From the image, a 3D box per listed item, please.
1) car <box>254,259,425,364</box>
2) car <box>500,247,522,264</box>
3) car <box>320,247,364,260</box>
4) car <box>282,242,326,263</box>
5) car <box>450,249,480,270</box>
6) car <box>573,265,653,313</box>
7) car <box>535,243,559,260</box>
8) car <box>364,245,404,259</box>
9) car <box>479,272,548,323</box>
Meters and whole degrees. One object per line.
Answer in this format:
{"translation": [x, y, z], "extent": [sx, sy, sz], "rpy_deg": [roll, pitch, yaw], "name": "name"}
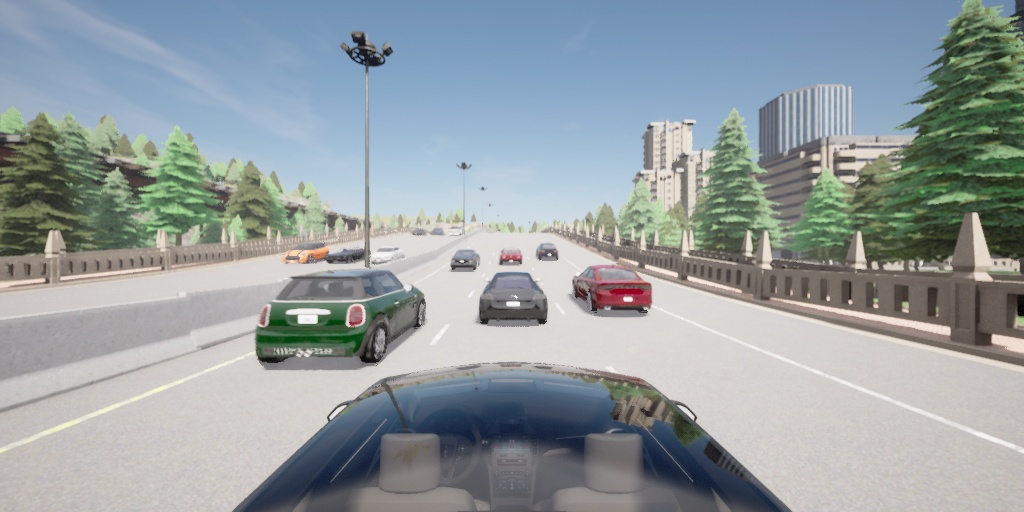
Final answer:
{"translation": [-3.465, 1.065, 8.213], "extent": [2.097, 1.767, 4.553], "rpy_deg": [0, 1, 0], "name": "car"}
{"translation": [-0.083, -0.115, 31.617], "extent": [1.895, 1.301, 4.718], "rpy_deg": [0, 6, 0], "name": "car"}
{"translation": [-14.275, -0.079, 31.190], "extent": [1.895, 1.301, 4.718], "rpy_deg": [0, 6, 0], "name": "car"}
{"translation": [-17.774, -0.327, 31.147], "extent": [2.097, 1.767, 4.553], "rpy_deg": [0, 6, 0], "name": "car"}
{"translation": [-3.565, 0.200, 27.887], "extent": [2.033, 1.411, 5.357], "rpy_deg": [0, 5, 0], "name": "car"}
{"translation": [3.521, 1.060, 13.362], "extent": [1.882, 1.535, 5.008], "rpy_deg": [0, 2, 0], "name": "car"}
{"translation": [3.400, -0.529, 34.675], "extent": [1.812, 1.442, 4.674], "rpy_deg": [0, 6, 0], "name": "car"}
{"translation": [-10.775, -0.148, 31.146], "extent": [1.812, 1.442, 4.674], "rpy_deg": [0, 6, 0], "name": "car"}
{"translation": [0.029, 1.201, 11.689], "extent": [1.994, 1.385, 4.181], "rpy_deg": [0, 2, 0], "name": "car"}
